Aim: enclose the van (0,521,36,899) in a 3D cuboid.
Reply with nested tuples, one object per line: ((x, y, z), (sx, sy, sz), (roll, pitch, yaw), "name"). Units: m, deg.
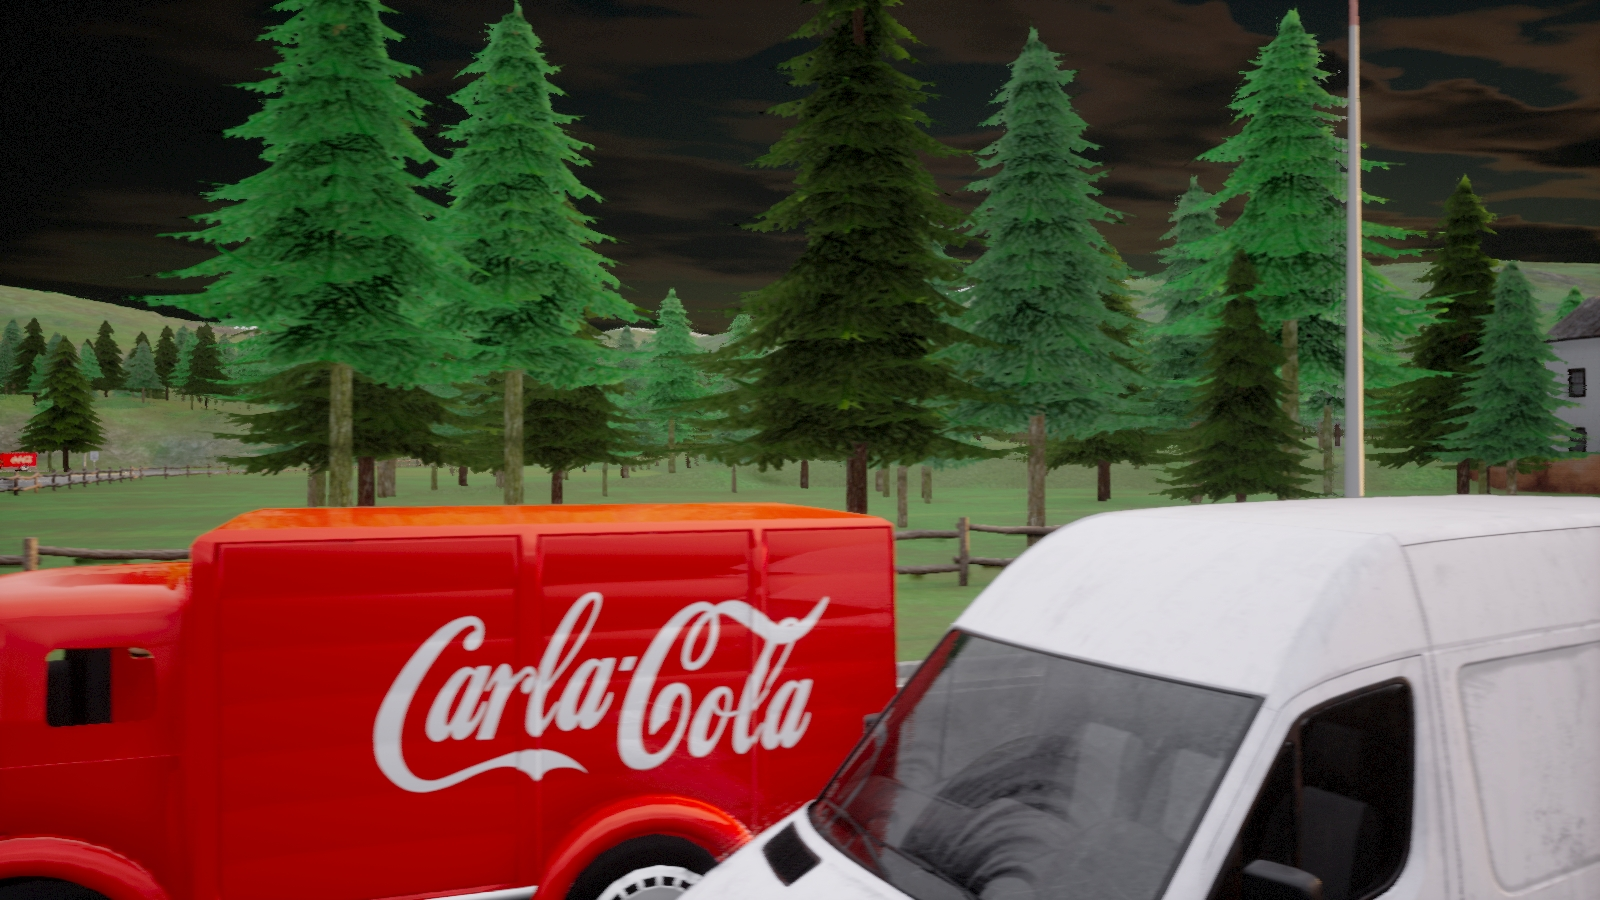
((-4.995, 1.535, 1.939), (5.915, 2.561, 1.988), (0, 0, -25), "van")

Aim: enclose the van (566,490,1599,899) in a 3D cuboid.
((2.190, 1.534, 4.848), (5.915, 2.561, 1.988), (0, 0, -29), "van")

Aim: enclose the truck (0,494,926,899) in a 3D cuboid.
((-2.251, 1.565, 6.204), (5.204, 2.467, 2.627), (0, 0, -20), "truck")
